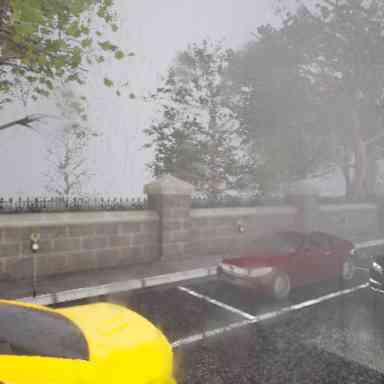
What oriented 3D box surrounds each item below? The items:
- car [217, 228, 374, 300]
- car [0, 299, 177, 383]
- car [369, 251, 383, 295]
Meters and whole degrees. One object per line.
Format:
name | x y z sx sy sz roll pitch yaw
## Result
car | 2.548 1.605 8.376 4.206 1.307 1.802 0 0 -35
car | -2.412 1.474 1.649 5.008 1.535 1.882 1 0 -35
car | 5.925 1.523 7.587 4.902 1.511 2.128 0 0 -36
